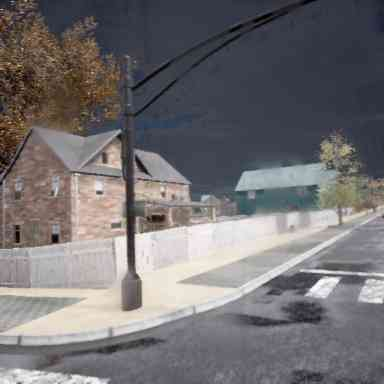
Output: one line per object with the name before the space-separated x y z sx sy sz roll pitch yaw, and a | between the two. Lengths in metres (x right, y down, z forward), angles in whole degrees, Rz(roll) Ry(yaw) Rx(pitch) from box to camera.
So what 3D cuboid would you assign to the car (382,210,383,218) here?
car | 26.584 2.694 44.553 1.812 1.442 4.674 -5 -4 33
